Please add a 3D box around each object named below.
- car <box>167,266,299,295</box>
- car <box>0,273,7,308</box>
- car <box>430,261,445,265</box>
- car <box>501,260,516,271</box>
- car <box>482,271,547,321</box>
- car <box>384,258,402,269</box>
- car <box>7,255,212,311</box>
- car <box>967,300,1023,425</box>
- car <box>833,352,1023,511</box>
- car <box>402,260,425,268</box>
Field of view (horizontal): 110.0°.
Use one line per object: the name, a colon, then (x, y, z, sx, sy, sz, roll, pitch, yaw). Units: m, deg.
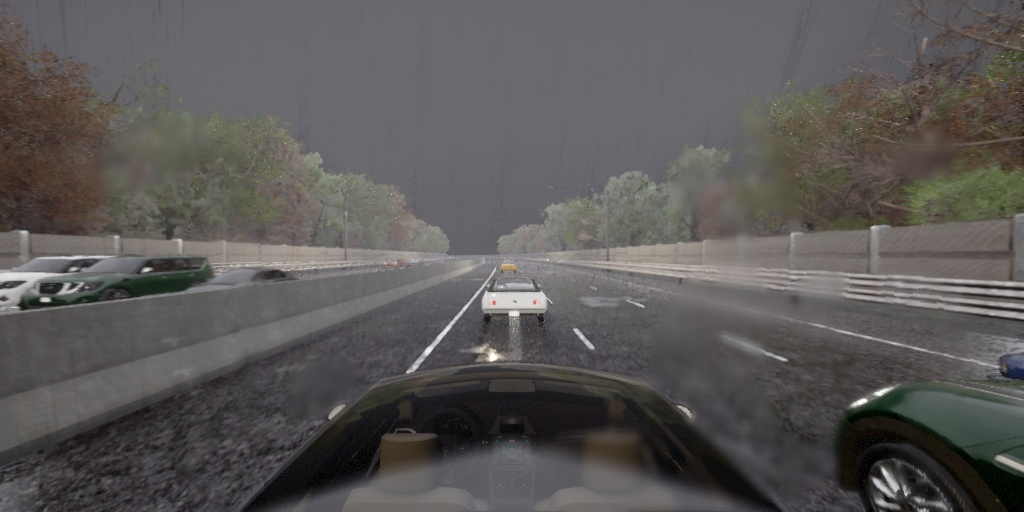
car: (-10.661, 1.260, 14.537, 1.837, 1.490, 4.892, 0, 0, 0)
car: (-17.658, 0.977, 14.375, 2.150, 2.045, 5.566, 0, 0, 0)
car: (-11.412, 1.367, 55.874, 1.895, 1.301, 4.718, 0, 0, -1)
car: (-0.446, 1.222, 44.661, 1.801, 1.575, 5.366, 0, 0, -1)
car: (0.055, 1.355, 12.422, 1.895, 1.301, 4.718, 0, 0, 0)
car: (-18.420, 1.116, 56.080, 2.097, 1.767, 4.553, 0, 0, -1)
car: (-14.152, 0.977, 13.638, 2.150, 2.045, 5.566, 0, 0, 0)
car: (7.095, 1.296, 2.106, 2.033, 1.411, 5.357, 0, 0, 0)
car: (3.593, 1.102, 0.917, 2.097, 1.767, 4.553, 0, 0, 0)
car: (-14.902, 1.312, 55.717, 2.033, 1.411, 5.357, 0, 0, -1)
